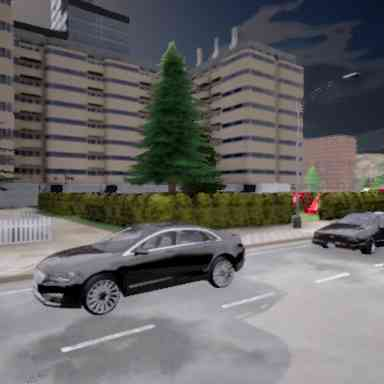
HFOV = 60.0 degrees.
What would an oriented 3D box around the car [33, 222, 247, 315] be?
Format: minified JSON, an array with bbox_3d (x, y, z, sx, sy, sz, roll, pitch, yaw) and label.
[{"bbox_3d":[-0.924,1.480,7.621,4.902,1.511,2.128,0,0,-35],"label":"car"}]

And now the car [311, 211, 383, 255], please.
[{"bbox_3d":[7.123,1.502,13.355,5.357,1.411,2.033,0,0,-35],"label":"car"}]
